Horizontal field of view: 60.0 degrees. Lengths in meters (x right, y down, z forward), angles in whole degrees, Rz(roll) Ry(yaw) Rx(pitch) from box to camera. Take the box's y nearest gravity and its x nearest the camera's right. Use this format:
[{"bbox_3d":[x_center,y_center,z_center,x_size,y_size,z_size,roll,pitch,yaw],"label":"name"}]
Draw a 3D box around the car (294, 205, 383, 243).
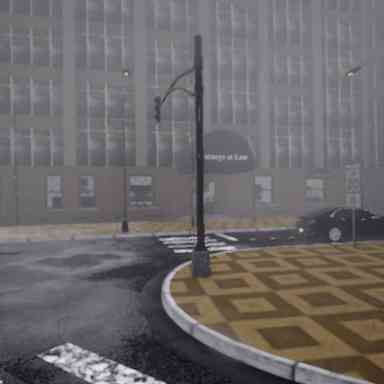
[{"bbox_3d":[7.098,1.384,15.125,4.892,1.490,1.837,-1,-1,-14],"label":"car"}]
